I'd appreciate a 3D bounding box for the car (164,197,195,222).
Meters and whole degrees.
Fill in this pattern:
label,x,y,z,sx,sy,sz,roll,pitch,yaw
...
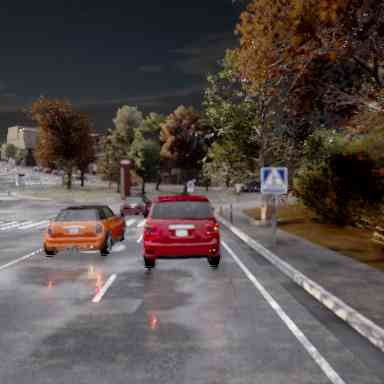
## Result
label,x,y,z,sx,sy,sz,roll,pitch,yaw
car,-0.846,1.200,24.680,2.033,1.411,5.357,-1,1,-1

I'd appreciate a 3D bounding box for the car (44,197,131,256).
label,x,y,z,sx,sy,sz,roll,pitch,yaw
car,-3.902,1.255,12.896,2.097,1.767,4.553,-1,1,-2

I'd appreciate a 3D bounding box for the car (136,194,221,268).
label,x,y,z,sx,sy,sz,roll,pitch,yaw
car,-0.346,1.094,11.103,2.150,2.045,5.566,-1,1,-2

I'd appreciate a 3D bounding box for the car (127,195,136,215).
label,x,y,z,sx,sy,sz,roll,pitch,yaw
car,-4.211,1.023,26.120,2.097,1.767,4.553,-1,1,1

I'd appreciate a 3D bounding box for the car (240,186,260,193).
label,x,y,z,sx,sy,sz,roll,pitch,yaw
car,13.006,-0.562,74.796,2.033,1.411,5.357,-2,3,-26
